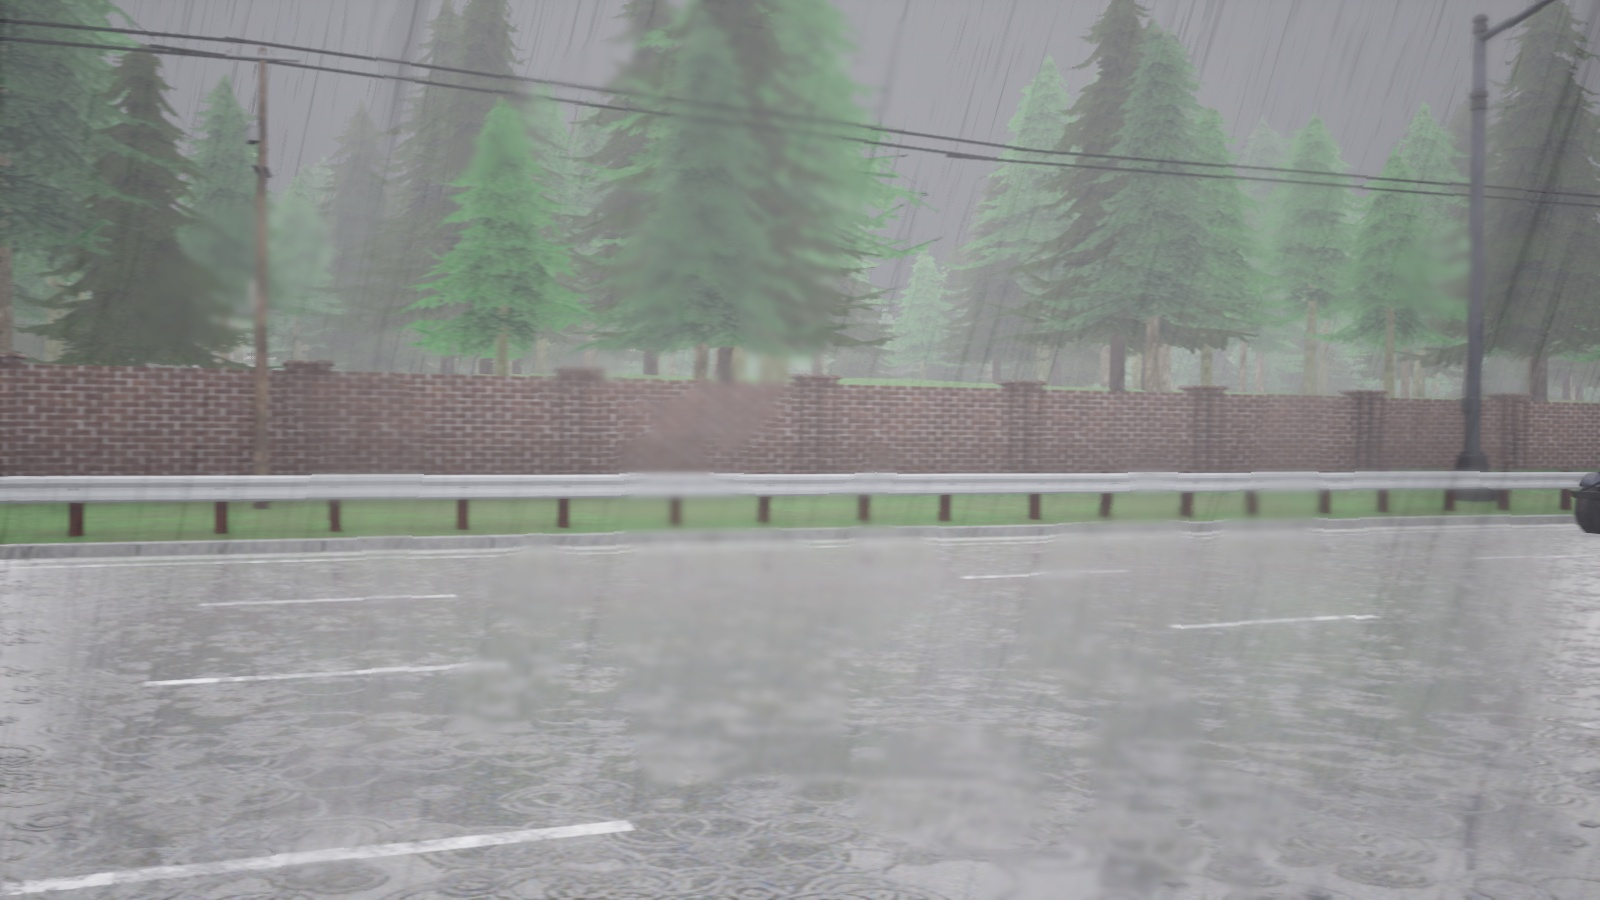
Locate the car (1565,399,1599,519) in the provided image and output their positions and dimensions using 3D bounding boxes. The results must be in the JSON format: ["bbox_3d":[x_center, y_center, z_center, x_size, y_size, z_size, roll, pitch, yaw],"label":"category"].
[{"bbox_3d":[14.428,0.117,19.945,3.866,1.878,1.905,-1,1,-21],"label":"car"}]
